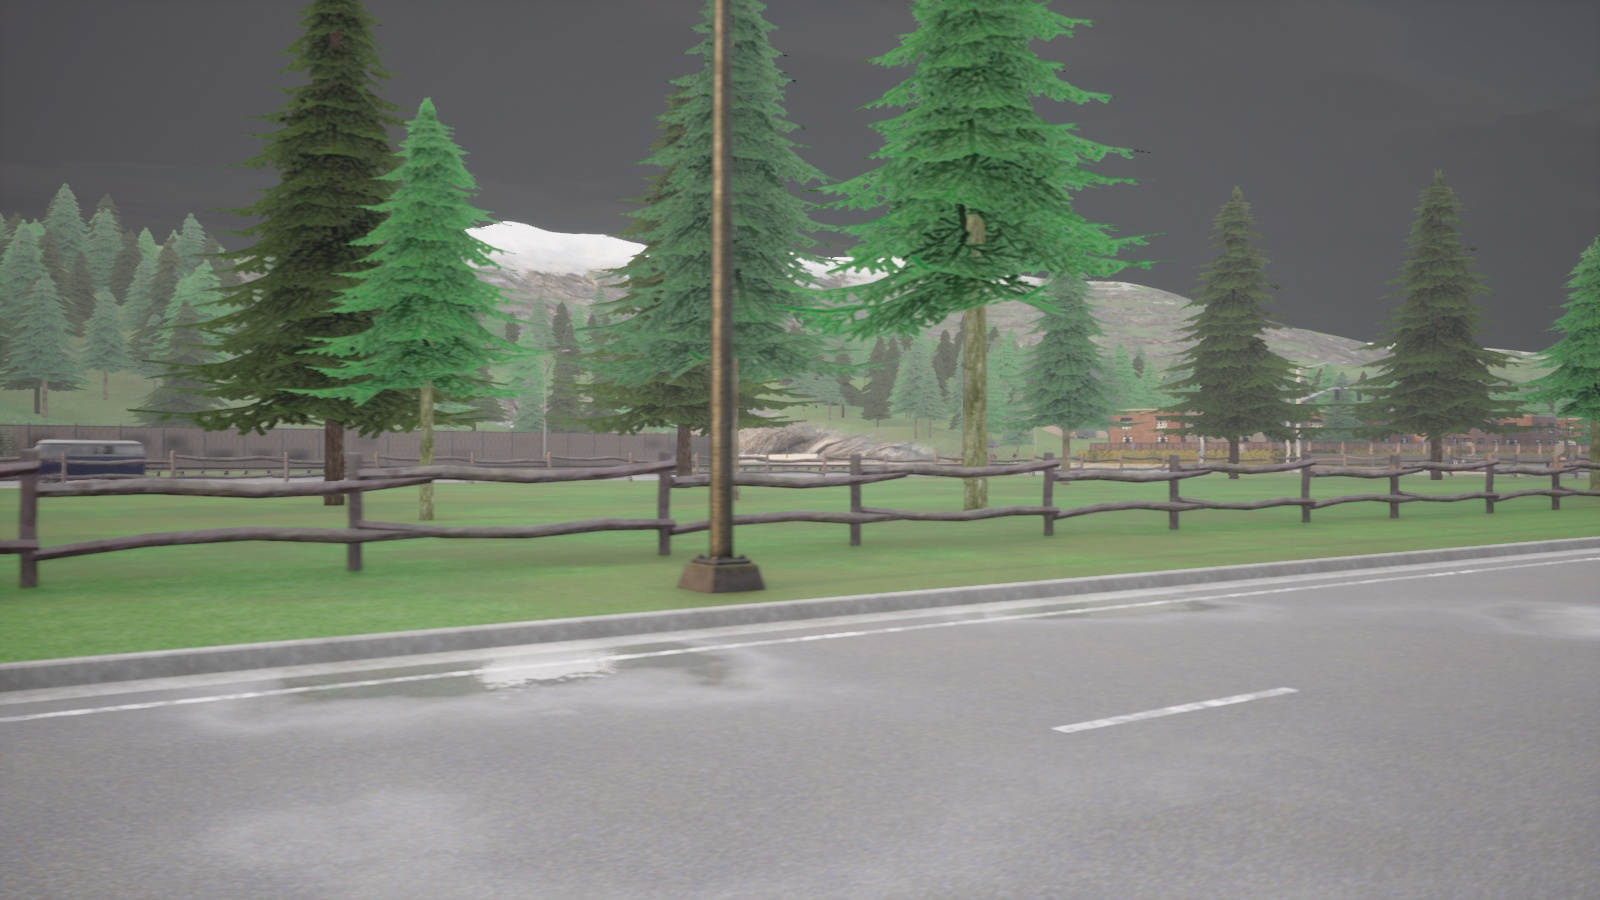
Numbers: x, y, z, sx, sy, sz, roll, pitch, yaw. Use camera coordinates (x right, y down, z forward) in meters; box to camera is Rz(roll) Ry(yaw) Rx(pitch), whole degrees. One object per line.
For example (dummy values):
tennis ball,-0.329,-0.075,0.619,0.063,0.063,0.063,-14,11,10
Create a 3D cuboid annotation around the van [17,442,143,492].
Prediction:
van,-30.215,0.691,52.723,4.442,1.987,1.775,0,0,-35
